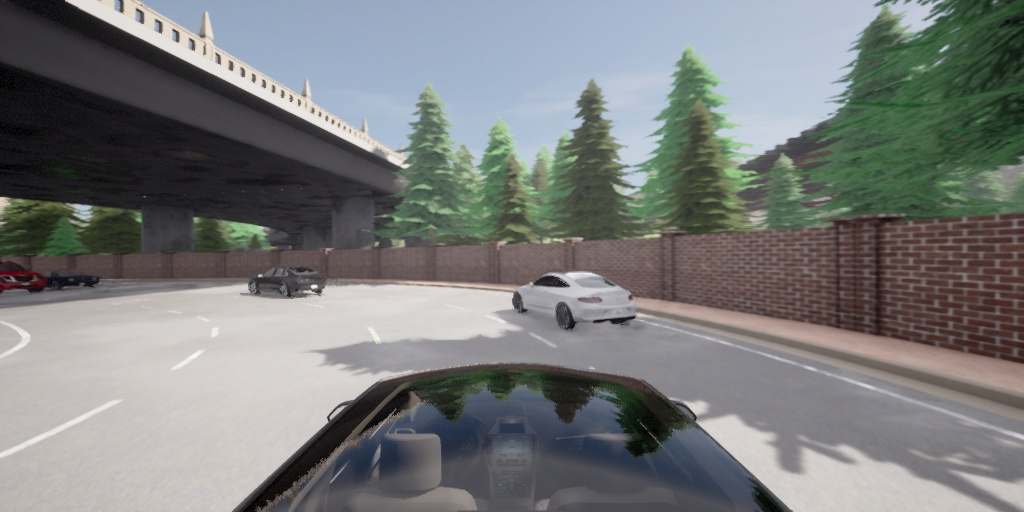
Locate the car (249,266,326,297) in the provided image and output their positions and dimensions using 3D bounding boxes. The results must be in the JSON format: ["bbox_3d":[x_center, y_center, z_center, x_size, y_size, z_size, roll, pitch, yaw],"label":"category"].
[{"bbox_3d":[-11.998,1.306,19.116,4.892,1.490,1.837,0,1,29],"label":"car"}]

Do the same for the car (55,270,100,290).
[{"bbox_3d":[-32.268,1.703,25.508,4.718,1.301,1.895,-1,1,10],"label":"car"}]

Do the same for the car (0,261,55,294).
[{"bbox_3d":[-31.443,1.346,21.666,5.566,2.045,2.150,-1,0,10],"label":"car"}]

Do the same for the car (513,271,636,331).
[{"bbox_3d":[1.618,1.163,10.637,1.812,1.442,4.674,-1,0,-23],"label":"car"}]
